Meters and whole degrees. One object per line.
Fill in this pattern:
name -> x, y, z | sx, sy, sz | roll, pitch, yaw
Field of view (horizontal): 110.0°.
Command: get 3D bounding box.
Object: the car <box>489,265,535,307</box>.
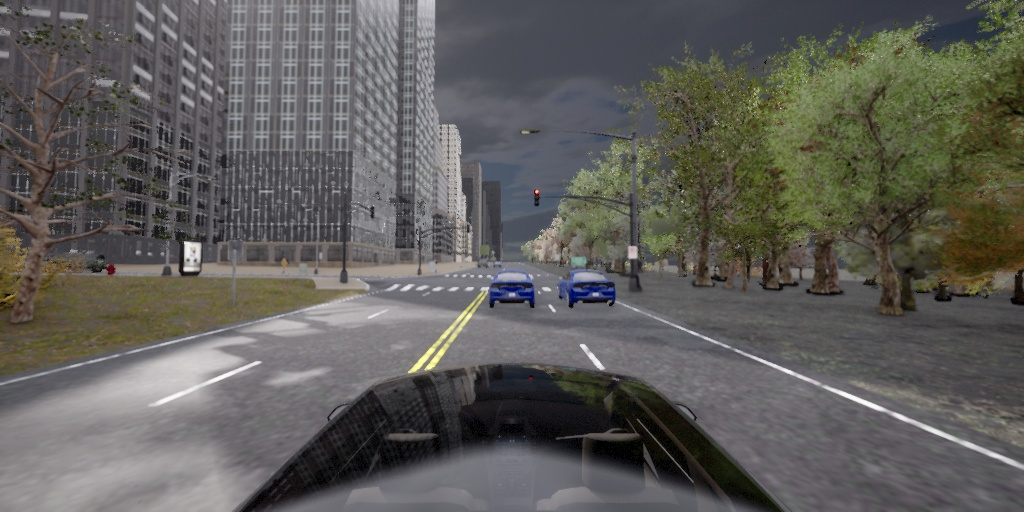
car -> 0.007, 1.365, 16.341 | 1.882, 1.535, 5.008 | 0, 0, 0

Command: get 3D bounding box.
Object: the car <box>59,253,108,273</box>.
car -> -44.989, 0.702, 36.647 | 5.566, 2.045, 2.150 | 1, -3, -6

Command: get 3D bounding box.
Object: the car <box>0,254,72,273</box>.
car -> -44.970, 0.843, 33.373 | 4.892, 1.490, 1.837 | 2, -3, -6

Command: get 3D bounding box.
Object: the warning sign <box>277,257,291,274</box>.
warning sign -> -26.160, 1.088, 41.082 | 1.060, 1.860, 1.300 | 0, 0, -4

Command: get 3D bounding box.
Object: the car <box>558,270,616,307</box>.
car -> 3.245, 1.352, 16.325 | 1.882, 1.535, 5.008 | -1, 0, 0
